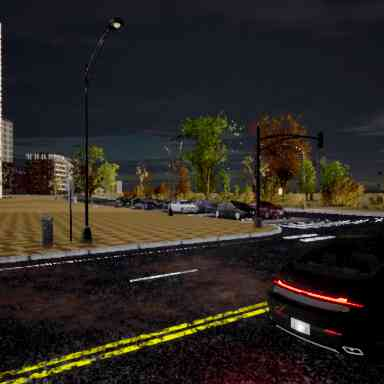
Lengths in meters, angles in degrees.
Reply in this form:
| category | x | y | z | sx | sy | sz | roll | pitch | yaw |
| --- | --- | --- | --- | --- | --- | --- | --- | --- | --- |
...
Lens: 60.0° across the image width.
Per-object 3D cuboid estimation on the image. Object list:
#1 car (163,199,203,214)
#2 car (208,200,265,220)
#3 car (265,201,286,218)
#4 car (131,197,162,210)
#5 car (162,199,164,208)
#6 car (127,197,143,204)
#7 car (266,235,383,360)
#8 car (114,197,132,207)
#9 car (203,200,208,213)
| category | x | y | z | sx | sy | sz | roll | pitch | yaw |
| --- | --- | --- | --- | --- | --- | --- | --- | --- | --- |
| car | -1.049 | 1.607 | 36.979 | 1.812 | 1.442 | 4.674 | 0 | 0 | -31 |
| car | 3.754 | 1.564 | 29.192 | 1.837 | 1.490 | 4.892 | 0 | 0 | -32 |
| car | 6.555 | 1.573 | 30.826 | 1.812 | 1.442 | 4.674 | 0 | 0 | -30 |
| car | -6.234 | 1.667 | 45.509 | 1.994 | 1.385 | 4.181 | 0 | 0 | -31 |
| car | -3.691 | 1.656 | 47.627 | 1.994 | 1.385 | 4.181 | 0 | 0 | -30 |
| car | -11.897 | 1.680 | 68.779 | 1.994 | 1.385 | 4.181 | 0 | 0 | -29 |
| car | 3.416 | 1.504 | 5.708 | 4.892 | 1.490 | 1.837 | 0 | 0 | -34 |
| car | -11.284 | 1.626 | 54.175 | 1.837 | 1.490 | 4.892 | 0 | 0 | -29 |
| car | 1.468 | 1.618 | 39.087 | 2.033 | 1.411 | 5.357 | 0 | 0 | -32 |
